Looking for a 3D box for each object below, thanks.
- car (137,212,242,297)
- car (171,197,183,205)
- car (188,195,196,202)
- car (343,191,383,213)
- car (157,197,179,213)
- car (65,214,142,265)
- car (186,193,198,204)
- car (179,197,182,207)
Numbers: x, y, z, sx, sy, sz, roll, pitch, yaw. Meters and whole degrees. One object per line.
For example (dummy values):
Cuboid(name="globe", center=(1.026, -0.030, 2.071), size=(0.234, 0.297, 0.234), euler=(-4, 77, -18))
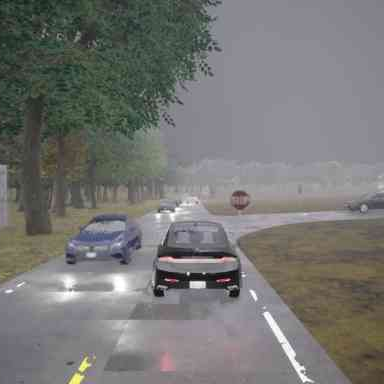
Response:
Cuboid(name="car", center=(0.092, 1.490, 8.541), size=(2.128, 1.511, 4.902), euler=(0, 0, 0))
Cuboid(name="car", center=(-2.817, 1.609, 63.462), size=(2.033, 1.411, 5.357), euler=(0, 0, 0))
Cuboid(name="car", center=(-0.018, 1.554, 80.391), size=(1.882, 1.535, 5.008), euler=(0, 0, 0))
Cuboid(name="car", center=(14.204, 0.723, 25.522), size=(4.892, 1.490, 1.837), euler=(-3, 1, 1))
Cuboid(name="car", center=(-2.856, 1.524, 37.862), size=(1.837, 1.490, 4.892), euler=(0, 0, 0))
Cuboid(name="car", center=(-2.859, 1.527, 11.757), size=(1.812, 1.442, 4.674), euler=(0, 0, 0))
Cuboid(name="car", center=(0.086, 1.284, 66.441), size=(2.150, 2.045, 5.566), euler=(0, 0, 0))
Cuboid(name="car", center=(-2.843, 1.638, 50.113), size=(1.895, 1.301, 4.718), euler=(0, 0, 0))
